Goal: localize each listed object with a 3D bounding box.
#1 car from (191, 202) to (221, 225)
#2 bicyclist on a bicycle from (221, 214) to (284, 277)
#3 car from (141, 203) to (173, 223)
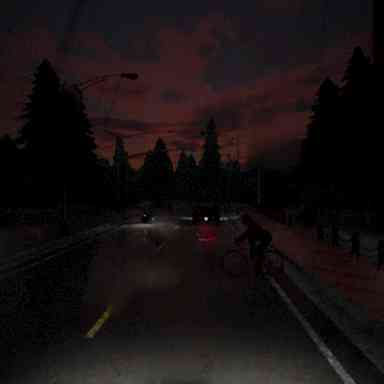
[{"bbox_3d":[1.016,1.486,23.991,1.837,1.490,4.892,0,0,2],"label":"car"},{"bbox_3d":[1.581,1.418,8.749,1.656,1.620,0.582,0,0,2],"label":"bicyclist on a bicycle"},{"bbox_3d":[-2.527,1.527,25.523,2.033,1.411,5.357,0,0,2],"label":"car"}]
